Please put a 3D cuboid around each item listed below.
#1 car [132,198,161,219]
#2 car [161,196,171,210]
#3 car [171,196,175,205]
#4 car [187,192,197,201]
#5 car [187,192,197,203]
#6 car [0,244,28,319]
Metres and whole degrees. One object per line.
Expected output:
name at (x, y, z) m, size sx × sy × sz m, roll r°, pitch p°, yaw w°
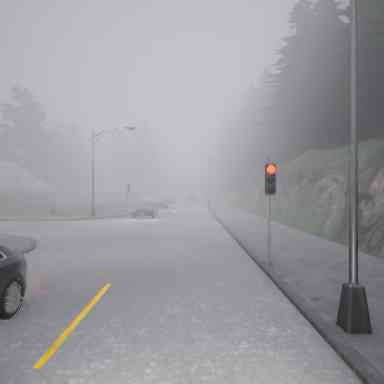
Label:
car at (-4.107, 1.525, 29.509) m, size 1.812 × 1.442 × 4.674 m, roll 0°, pitch 0°, yaw 0°
car at (-4.093, 1.526, 43.719) m, size 1.812 × 1.442 × 4.674 m, roll 0°, pitch 0°, yaw 0°
car at (-4.078, 1.477, 60.874) m, size 1.882 × 1.535 × 5.008 m, roll 0°, pitch 0°, yaw 0°
car at (-0.016, 1.108, 78.413) m, size 2.150 × 2.045 × 5.566 m, roll 0°, pitch 0°, yaw 0°
car at (-0.014, 1.352, 68.317) m, size 2.097 × 1.767 × 4.553 m, roll 0°, pitch 0°, yaw 0°
car at (-4.101, 1.505, 4.562) m, size 1.837 × 1.490 × 4.892 m, roll 0°, pitch 0°, yaw 0°
